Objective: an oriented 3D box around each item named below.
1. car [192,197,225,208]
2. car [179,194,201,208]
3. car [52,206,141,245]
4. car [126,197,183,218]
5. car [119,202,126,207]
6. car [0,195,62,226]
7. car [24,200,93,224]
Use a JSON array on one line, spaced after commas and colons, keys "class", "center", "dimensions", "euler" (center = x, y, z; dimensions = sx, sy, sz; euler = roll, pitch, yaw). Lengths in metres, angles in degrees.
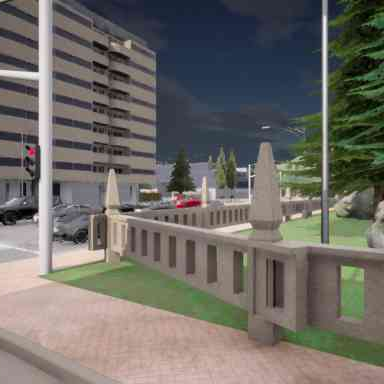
[{"class": "car", "center": [2.267, 1.619, 39.148], "dimensions": [1.994, 1.385, 4.181], "euler": [0, 0, 35]}, {"class": "car", "center": [-0.571, 1.277, 41.207], "dimensions": [2.150, 2.045, 5.566], "euler": [0, 0, 34]}, {"class": "car", "center": [-4.786, 1.619, 16.130], "dimensions": [1.994, 1.385, 4.181], "euler": [0, 0, 34]}, {"class": "car", "center": [-3.345, 1.547, 30.974], "dimensions": [2.128, 1.511, 4.902], "euler": [0, 0, 34]}, {"class": "car", "center": [-6.555, 1.656, 32.485], "dimensions": [1.895, 1.301, 4.718], "euler": [0, 0, 34]}, {"class": "car", "center": [-12.070, 1.277, 24.431], "dimensions": [2.150, 2.045, 5.566], "euler": [0, 0, 34]}, {"class": "car", "center": [-8.618, 1.547, 23.274], "dimensions": [2.128, 1.511, 4.902], "euler": [0, 0, 34]}]
